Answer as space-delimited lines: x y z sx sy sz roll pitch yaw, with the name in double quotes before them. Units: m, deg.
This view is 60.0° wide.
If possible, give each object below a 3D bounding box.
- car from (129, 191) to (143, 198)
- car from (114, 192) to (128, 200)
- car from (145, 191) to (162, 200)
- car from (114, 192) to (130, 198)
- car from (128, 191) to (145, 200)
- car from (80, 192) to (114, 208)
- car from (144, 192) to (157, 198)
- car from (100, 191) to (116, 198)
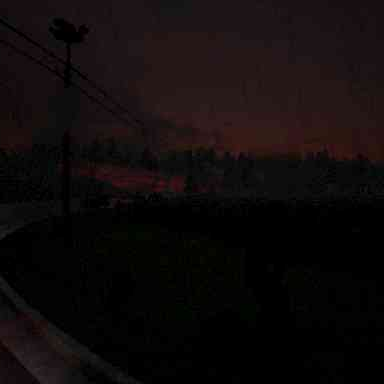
"car" -13.092 0.613 78.596 1.837 1.490 4.892 1 0 8
"car" -14.441 0.680 68.795 2.097 1.767 4.553 1 0 8
"car" -7.506 0.769 67.841 2.097 1.767 4.553 1 0 8
"car" -16.559 0.615 79.074 2.033 1.411 5.357 1 0 8
"car" -10.987 0.981 68.242 1.895 1.301 4.718 1 0 8
"car" -11.292 1.117 39.552 1.812 1.442 4.674 1 0 8
"car" -9.625 0.651 78.120 1.837 1.490 4.892 1 0 8
"car" -20.026 0.577 79.551 2.033 1.411 5.357 1 0 8
